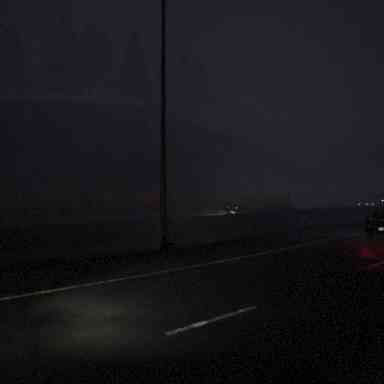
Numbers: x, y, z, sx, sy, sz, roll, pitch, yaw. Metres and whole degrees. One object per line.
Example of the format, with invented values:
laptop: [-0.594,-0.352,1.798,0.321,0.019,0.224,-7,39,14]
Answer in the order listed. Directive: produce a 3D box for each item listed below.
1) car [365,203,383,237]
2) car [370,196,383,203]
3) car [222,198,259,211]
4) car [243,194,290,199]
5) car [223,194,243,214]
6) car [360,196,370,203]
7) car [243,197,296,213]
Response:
car: [10.545,1.500,16.973,4.902,1.511,2.128,0,0,-42]
car: [37.077,1.530,64.751,4.892,1.490,1.837,0,0,-42]
car: [6.106,1.507,41.509,4.892,1.490,1.837,1,-1,-42]
car: [8.099,1.227,33.872,5.566,2.045,2.150,0,0,-42]
car: [5.795,1.223,36.506,5.566,2.045,2.150,0,0,-42]
car: [36.664,1.508,69.101,5.008,1.535,1.882,0,0,-42]
car: [6.830,1.480,27.999,5.008,1.535,1.882,0,0,-42]
